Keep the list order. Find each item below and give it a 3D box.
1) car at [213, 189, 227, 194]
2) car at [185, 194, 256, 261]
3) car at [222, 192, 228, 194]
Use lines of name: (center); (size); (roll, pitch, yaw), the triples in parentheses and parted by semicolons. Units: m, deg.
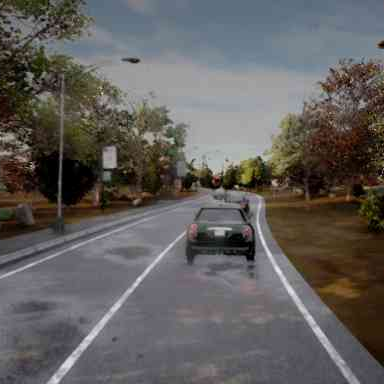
car: (3.936, 0.266, 46.070); (1.812, 1.442, 4.674); (0, 2, 11)
car: (1.074, 1.142, 11.723); (2.097, 1.767, 4.553); (0, 2, 7)
car: (3.403, 0.948, 25.548); (1.895, 1.301, 4.718); (0, 2, 12)
